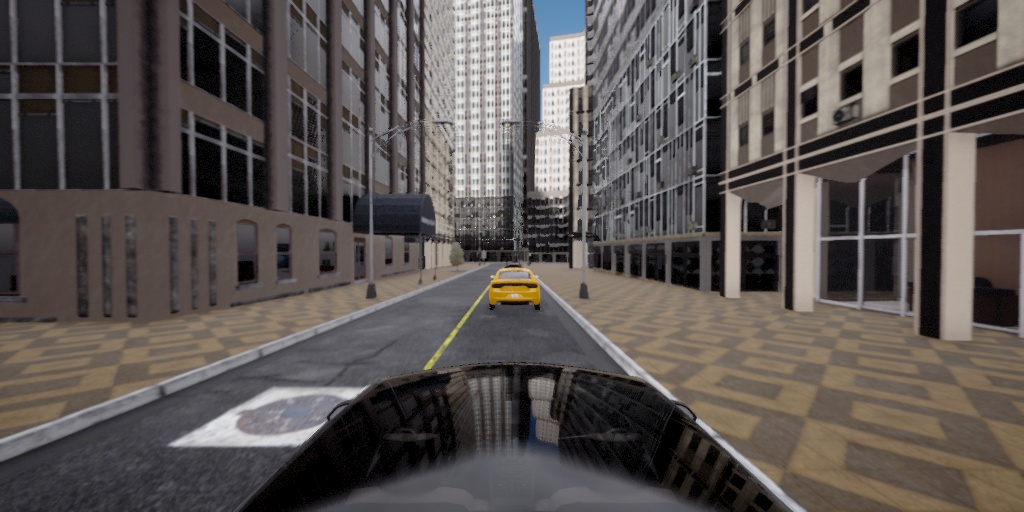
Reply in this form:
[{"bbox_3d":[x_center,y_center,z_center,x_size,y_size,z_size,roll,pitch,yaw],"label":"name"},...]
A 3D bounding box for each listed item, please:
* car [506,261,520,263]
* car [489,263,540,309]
[{"bbox_3d":[0.099,1.254,35.567,1.837,1.490,4.892,0,0,0],"label":"car"},{"bbox_3d":[0.100,1.225,14.901,1.882,1.535,5.008,0,0,0],"label":"car"}]
